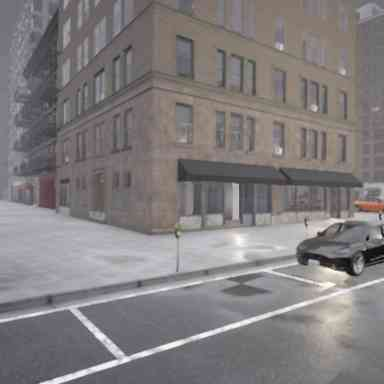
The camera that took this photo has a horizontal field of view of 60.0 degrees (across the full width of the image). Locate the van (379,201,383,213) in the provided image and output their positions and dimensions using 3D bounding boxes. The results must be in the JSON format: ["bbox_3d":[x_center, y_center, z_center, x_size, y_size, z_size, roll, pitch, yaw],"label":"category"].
[{"bbox_3d":[9.607,1.379,13.611,3.998,1.788,1.690,0,0,-36],"label":"van"}]

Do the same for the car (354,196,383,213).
[{"bbox_3d":[18.449,1.272,32.866,2.097,1.767,4.553,1,0,-35],"label":"car"}]

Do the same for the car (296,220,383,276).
[{"bbox_3d":[5.143,1.590,10.428,4.313,1.339,1.947,0,0,-36],"label":"car"}]

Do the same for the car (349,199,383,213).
[{"bbox_3d":[20.173,1.497,36.057,2.033,1.411,5.357,1,0,-35],"label":"car"}]
